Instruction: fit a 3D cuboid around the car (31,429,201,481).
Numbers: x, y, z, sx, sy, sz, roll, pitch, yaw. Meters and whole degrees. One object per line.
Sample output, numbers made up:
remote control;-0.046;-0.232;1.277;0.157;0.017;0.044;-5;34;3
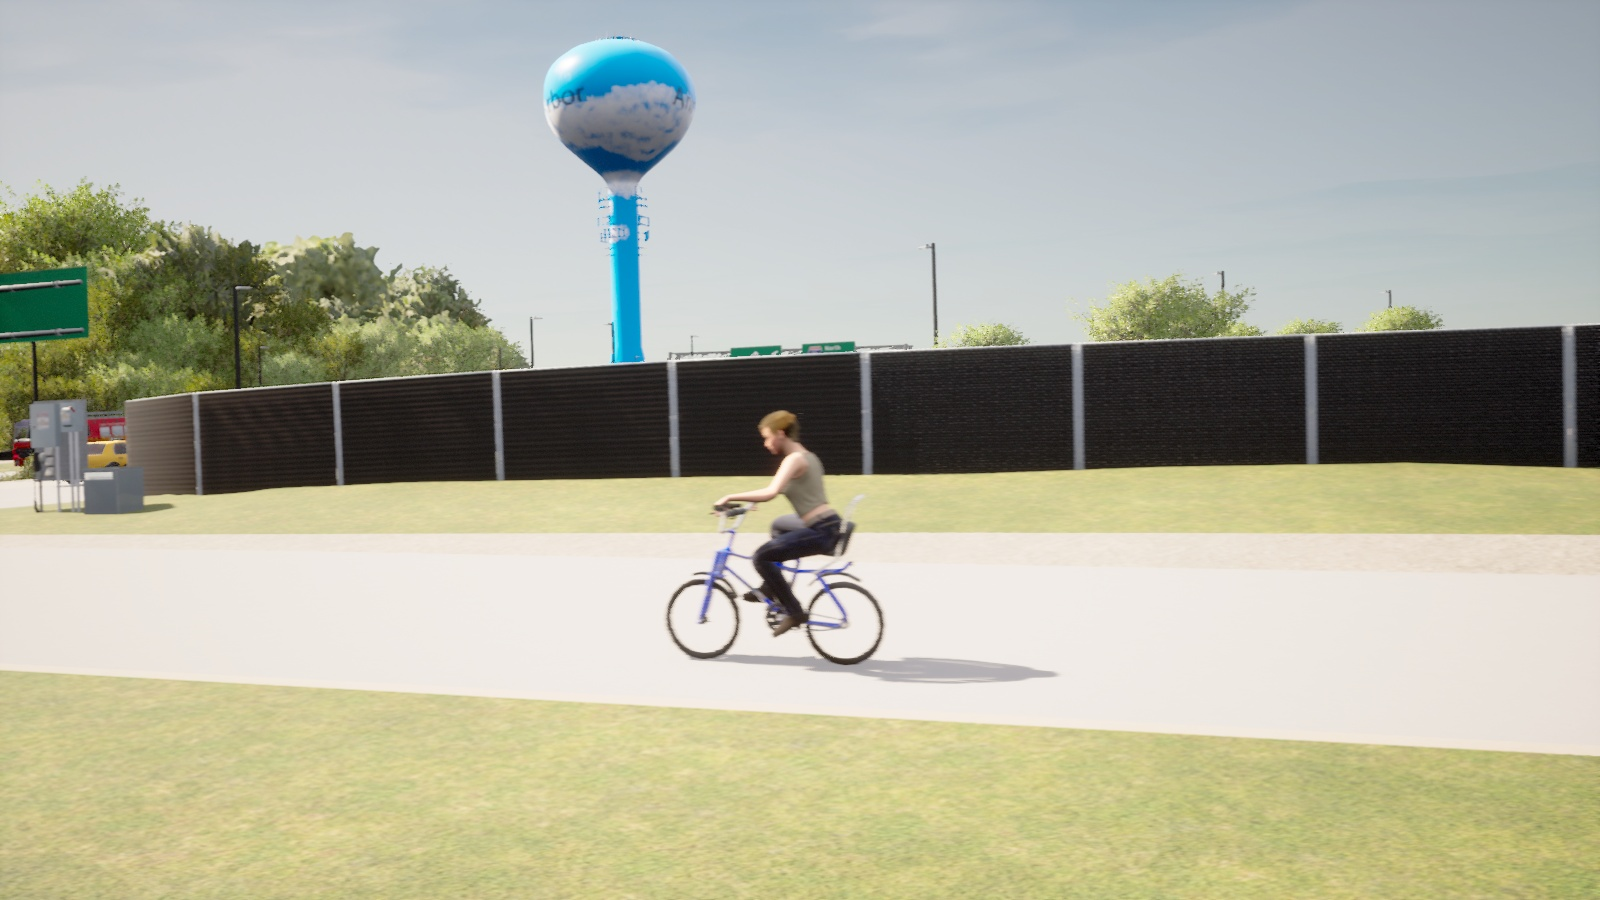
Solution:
car;-23.614;0.131;43.640;1.801;1.575;5.366;-1;2;18

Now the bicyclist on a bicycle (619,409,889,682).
bicyclist on a bicycle;-0.273;0.557;8.050;1.509;1.612;0.866;0;1;18
